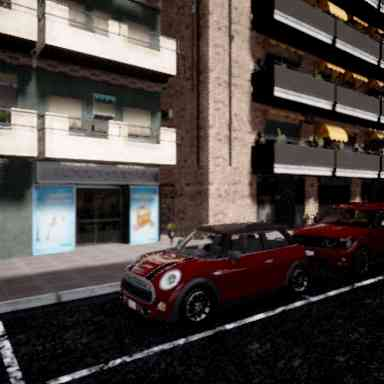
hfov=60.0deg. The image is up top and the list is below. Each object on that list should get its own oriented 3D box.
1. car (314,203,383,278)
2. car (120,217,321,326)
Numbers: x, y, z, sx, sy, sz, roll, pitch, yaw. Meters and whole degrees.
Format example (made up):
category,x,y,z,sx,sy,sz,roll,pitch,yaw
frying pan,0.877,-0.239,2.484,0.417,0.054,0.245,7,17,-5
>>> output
category,x,y,z,sx,sy,sz,roll,pitch,yaw
car,5.155,1.286,10.274,5.009,1.841,2.192,0,0,-36
car,0.579,1.432,6.984,4.097,1.590,1.967,0,0,-36
